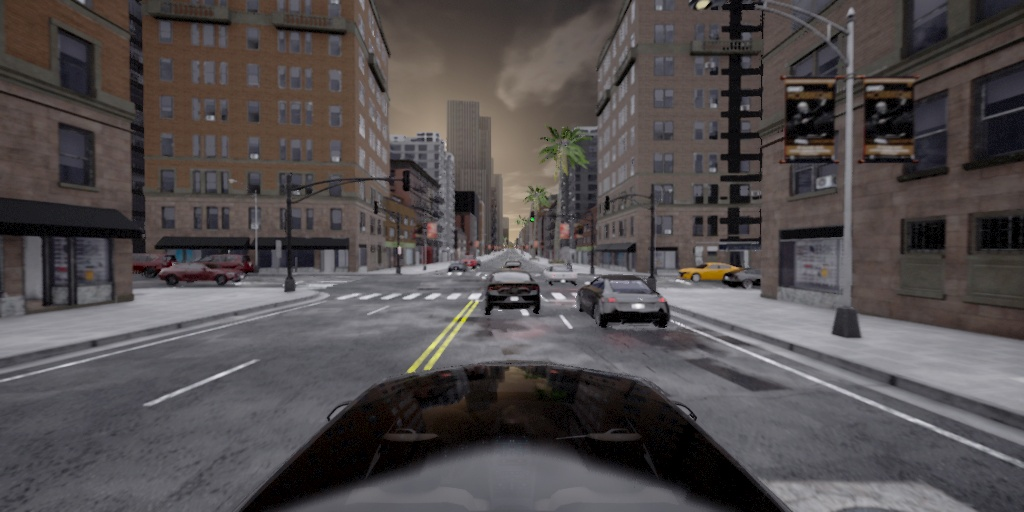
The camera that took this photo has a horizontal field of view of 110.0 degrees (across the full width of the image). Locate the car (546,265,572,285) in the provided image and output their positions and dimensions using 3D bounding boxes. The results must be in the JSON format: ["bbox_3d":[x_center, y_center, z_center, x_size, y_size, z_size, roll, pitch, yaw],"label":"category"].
[{"bbox_3d":[3.356,1.326,25.662,1.895,1.301,4.718,0,0,0],"label":"car"}]

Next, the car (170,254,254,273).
[{"bbox_3d":[-23.888,0.803,29.116,5.009,1.841,2.192,0,0,-9],"label":"car"}]

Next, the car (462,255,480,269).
[{"bbox_3d":[-6.557,0.897,53.798,2.150,2.045,5.566,0,0,0],"label":"car"}]

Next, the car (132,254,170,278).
[{"bbox_3d":[-29.334,0.762,28.295,5.009,1.841,2.192,0,0,-9],"label":"car"}]

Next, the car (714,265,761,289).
[{"bbox_3d":[16.213,1.484,23.613,4.313,1.339,1.948,0,0,0],"label":"car"}]

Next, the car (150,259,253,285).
[{"bbox_3d":[-20.448,1.122,23.791,4.674,1.442,1.812,0,1,-9],"label":"car"}]

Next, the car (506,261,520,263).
[{"bbox_3d":[0.113,1.208,33.072,1.837,1.490,4.892,0,0,0],"label":"car"}]

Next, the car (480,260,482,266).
[{"bbox_3d":[-6.487,1.201,64.280,2.033,1.411,5.357,0,0,0],"label":"car"}]

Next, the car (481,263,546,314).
[{"bbox_3d":[-0.135,1.210,13.858,1.882,1.535,5.008,0,0,-5],"label":"car"}]

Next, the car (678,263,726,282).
[{"bbox_3d":[16.330,1.304,29.555,5.008,1.535,1.882,0,1,0],"label":"car"}]

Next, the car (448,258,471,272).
[{"bbox_3d":[-6.585,1.255,44.025,1.994,1.385,4.181,0,0,0],"label":"car"}]

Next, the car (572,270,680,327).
[{"bbox_3d":[3.347,1.299,11.488,1.994,1.385,4.181,0,0,0],"label":"car"}]
